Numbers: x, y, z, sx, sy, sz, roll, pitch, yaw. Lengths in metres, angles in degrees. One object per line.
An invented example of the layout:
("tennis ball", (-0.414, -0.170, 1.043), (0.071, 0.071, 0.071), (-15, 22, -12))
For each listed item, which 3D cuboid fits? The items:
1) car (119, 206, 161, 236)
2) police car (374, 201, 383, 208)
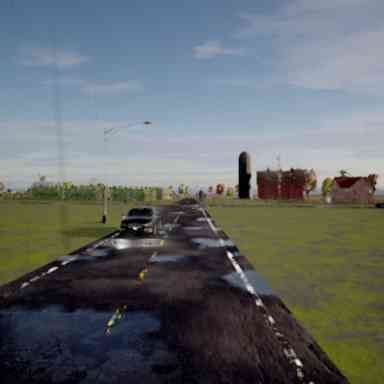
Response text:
("car", (-2.839, 1.592, 19.044), (1.837, 1.490, 4.892), (0, 0, 0))
("police car", (39.152, 2.398, 66.539), (4.974, 1.542, 2.038), (1, 0, 0))
